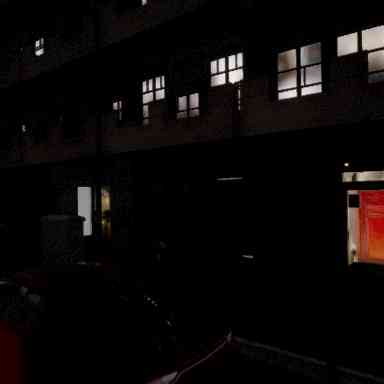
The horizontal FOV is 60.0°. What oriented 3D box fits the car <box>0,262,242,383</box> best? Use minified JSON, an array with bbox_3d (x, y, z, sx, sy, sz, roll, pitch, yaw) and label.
[{"bbox_3d":[-1.608,1.543,4.039,4.507,1.381,1.887,0,-1,36],"label":"car"}]
